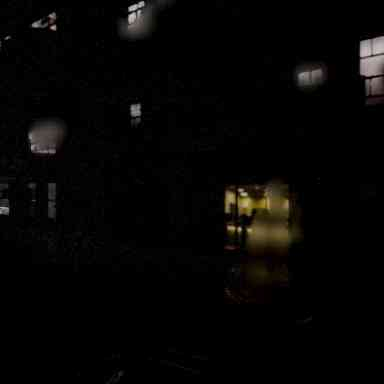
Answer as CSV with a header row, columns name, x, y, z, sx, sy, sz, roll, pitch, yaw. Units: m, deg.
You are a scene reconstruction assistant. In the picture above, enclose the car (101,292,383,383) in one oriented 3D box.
name,x,y,z,sx,sy,sz,roll,pitch,yaw
car,1.142,1.439,2.059,4.097,1.590,1.967,0,0,36
